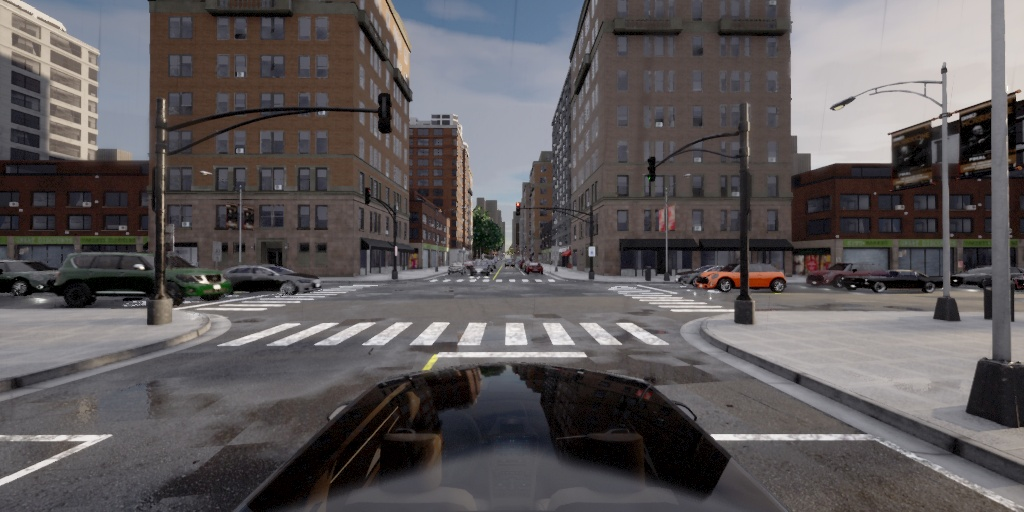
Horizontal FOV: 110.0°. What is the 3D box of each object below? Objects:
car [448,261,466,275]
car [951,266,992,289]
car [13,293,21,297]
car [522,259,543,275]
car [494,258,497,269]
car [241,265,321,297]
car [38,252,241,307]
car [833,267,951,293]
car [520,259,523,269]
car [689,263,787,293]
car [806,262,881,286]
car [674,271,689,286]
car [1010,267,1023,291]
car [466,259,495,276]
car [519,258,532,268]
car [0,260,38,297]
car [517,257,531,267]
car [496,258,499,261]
[{"bbox_3d":[-6.058,1.334,39.853,2.007,1.370,4.403,0,0,-1],"label":"car"},{"bbox_3d":[32.772,1.449,24.556,4.892,1.490,1.837,0,0,0],"label":"car"},{"bbox_3d":[-5.856,1.190,1.492,1.967,1.591,4.097,0,0,0],"label":"car"},{"bbox_3d":[2.467,1.329,39.945,1.888,1.381,4.507,0,0,-1],"label":"car"},{"bbox_3d":[-3.369,1.345,47.401,2.033,1.411,5.357,0,0,-1],"label":"car"},{"bbox_3d":[-12.154,1.185,17.767,4.902,1.511,2.128,0,0,-4],"label":"car"},{"bbox_3d":[-14.502,0.879,14.249,5.566,2.045,2.150,0,0,0],"label":"car"},{"bbox_3d":[22.380,1.472,21.234,4.718,1.301,1.895,0,0,-1],"label":"car"},{"bbox_3d":[2.405,1.360,45.452,1.948,1.339,4.313,0,0,-1],"label":"car"},{"bbox_3d":[13.394,1.183,21.166,4.553,1.767,2.097,0,0,0],"label":"car"},{"bbox_3d":[22.888,1.252,24.488,4.553,1.767,2.097,0,0,-1],"label":"car"},{"bbox_3d":[13.695,1.350,24.434,4.902,1.511,2.128,0,0,0],"label":"car"},{"bbox_3d":[32.495,1.481,21.310,4.181,1.385,1.994,0,0,-1],"label":"car"},{"bbox_3d":[-3.263,1.272,37.597,2.128,1.511,4.902,0,0,0],"label":"car"},{"bbox_3d":[2.341,1.331,51.128,1.751,1.417,4.829,0,0,-1],"label":"car"},{"bbox_3d":[-23.953,0.995,17.432,4.553,1.767,2.097,0,0,0],"label":"car"},{"bbox_3d":[2.281,1.134,56.465,2.192,1.841,5.009,0,0,-1],"label":"car"},{"bbox_3d":[-3.478,1.328,57.782,1.837,1.490,4.892,0,0,0],"label":"car"}]
